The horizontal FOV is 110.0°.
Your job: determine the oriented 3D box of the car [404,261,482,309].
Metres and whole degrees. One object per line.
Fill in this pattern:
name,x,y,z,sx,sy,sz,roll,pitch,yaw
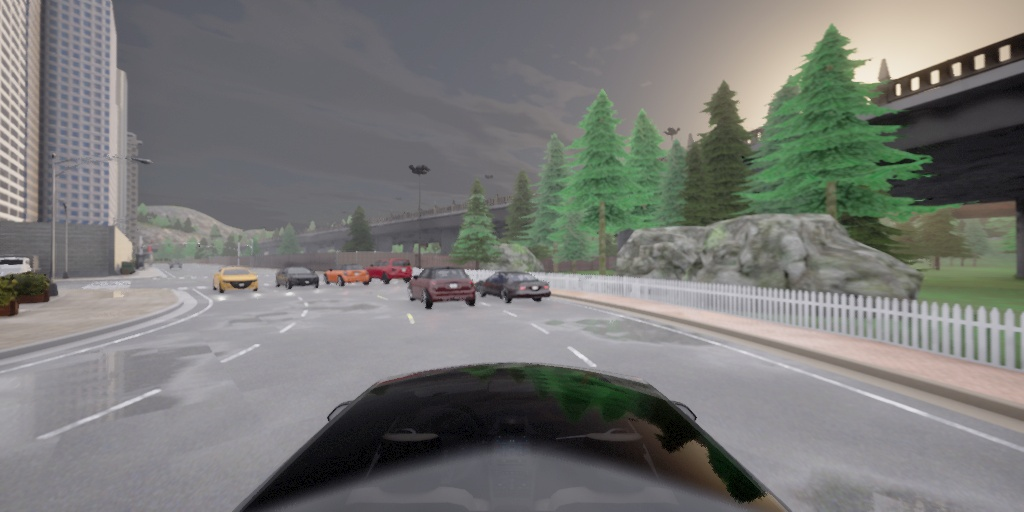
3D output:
car,-3.306,1.250,16.271,2.097,1.767,4.553,0,-1,-27

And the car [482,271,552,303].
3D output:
car,-0.126,1.454,17.755,2.033,1.411,5.357,0,-1,-27

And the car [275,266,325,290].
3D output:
car,-15.310,1.496,25.494,1.882,1.535,5.008,0,-1,-45

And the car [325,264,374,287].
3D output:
car,-13.109,1.390,28.273,4.553,1.767,2.097,-1,-1,45

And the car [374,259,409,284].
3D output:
car,-10.609,1.274,30.720,5.566,2.045,2.150,0,-1,45

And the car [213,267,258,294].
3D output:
car,-17.764,1.478,22.999,1.882,1.535,5.008,0,-1,-45
